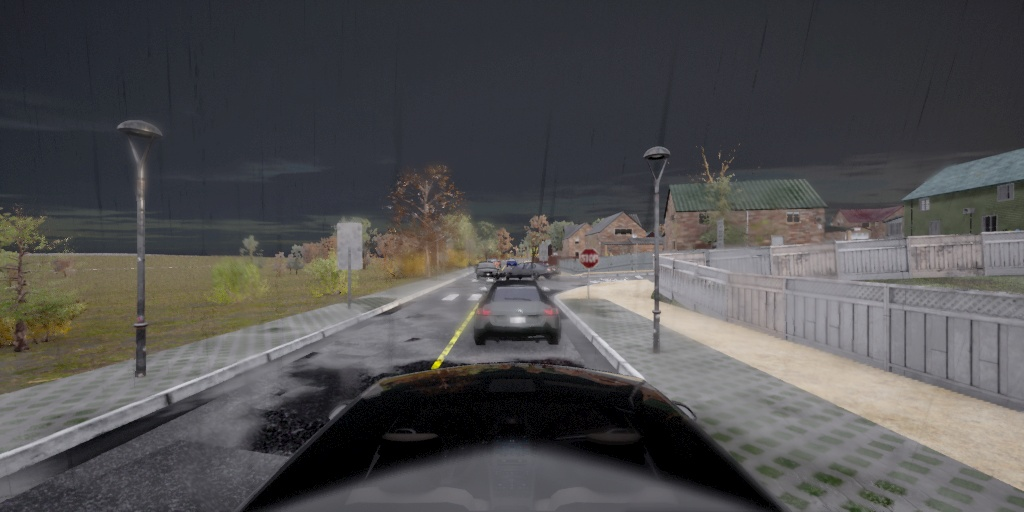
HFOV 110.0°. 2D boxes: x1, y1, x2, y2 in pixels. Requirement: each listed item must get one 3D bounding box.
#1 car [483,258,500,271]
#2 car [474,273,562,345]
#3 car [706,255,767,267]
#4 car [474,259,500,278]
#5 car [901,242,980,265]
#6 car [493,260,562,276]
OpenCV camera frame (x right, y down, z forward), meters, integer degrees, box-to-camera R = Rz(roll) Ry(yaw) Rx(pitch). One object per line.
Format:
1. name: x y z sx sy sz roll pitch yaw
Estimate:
1. car: -2.869 1.121 51.249 2.097 1.767 4.553 0 0 1
2. car: 0.099 1.313 9.506 1.994 1.385 4.181 0 0 -1
3. car: 14.378 0.413 22.904 4.181 1.385 1.994 -3 0 16
4. car: -2.264 1.258 31.431 1.837 1.490 4.892 0 0 -8
5. car: 23.880 -0.208 20.486 4.902 1.511 2.128 -3 0 14
6. car: 1.325 1.198 28.522 5.357 1.411 2.033 -4 -3 43
